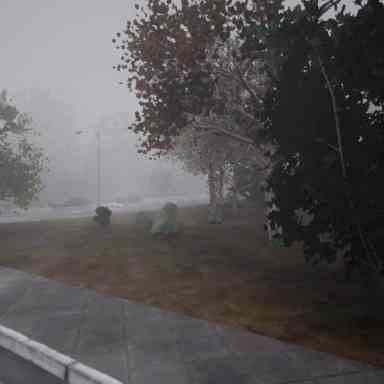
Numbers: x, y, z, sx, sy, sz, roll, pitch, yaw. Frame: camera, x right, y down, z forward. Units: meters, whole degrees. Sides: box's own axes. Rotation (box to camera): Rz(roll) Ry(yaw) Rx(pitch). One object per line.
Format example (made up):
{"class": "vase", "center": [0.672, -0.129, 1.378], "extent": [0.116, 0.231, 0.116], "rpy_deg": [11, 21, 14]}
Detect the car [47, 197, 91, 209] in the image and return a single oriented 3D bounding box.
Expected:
{"class": "car", "center": [-15.903, 1.354, 43.290], "extent": [2.033, 1.411, 5.357], "rpy_deg": [0, 2, 39]}

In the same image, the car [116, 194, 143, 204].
{"class": "car", "center": [-9.619, 0.982, 51.069], "extent": [1.994, 1.385, 4.181], "rpy_deg": [0, 3, 39]}

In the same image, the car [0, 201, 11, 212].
{"class": "car", "center": [-22.141, 1.531, 35.548], "extent": [1.837, 1.490, 4.892], "rpy_deg": [0, 1, 39]}
